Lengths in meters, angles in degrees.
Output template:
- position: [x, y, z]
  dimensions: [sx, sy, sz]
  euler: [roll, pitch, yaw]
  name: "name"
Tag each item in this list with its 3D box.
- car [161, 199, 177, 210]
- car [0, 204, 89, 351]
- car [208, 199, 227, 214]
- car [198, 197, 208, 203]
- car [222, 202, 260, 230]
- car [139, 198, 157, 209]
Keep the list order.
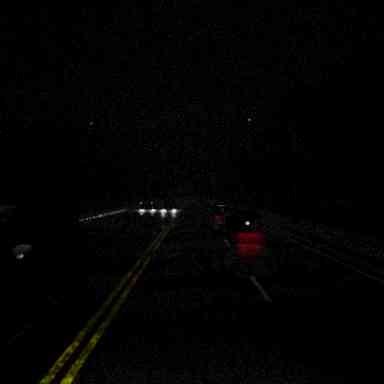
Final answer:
- position: [-3.327, 1.825, 48.832]
  dimensions: [1.837, 1.490, 4.892]
  euler: [0, -1, 0]
  name: "car"
- position: [-3.350, 1.253, 5.207]
  dimensions: [2.150, 2.045, 5.566]
  euler: [0, 0, 0]
  name: "car"
- position: [3.351, 1.738, 38.880]
  dimensions: [2.128, 1.511, 4.902]
  euler: [0, 0, 0]
  name: "car"
- position: [3.251, 2.133, 83.112]
  dimensions: [2.033, 1.411, 5.357]
  euler: [0, 0, 0]
  name: "car"
- position: [3.350, 1.643, 22.465]
  dimensions: [1.837, 1.490, 4.892]
  euler: [0, 0, 0]
  name: "car"
- position: [-6.574, 1.679, 50.077]
  dimensions: [2.097, 1.767, 4.553]
  euler: [0, 0, 0]
  name: "car"
